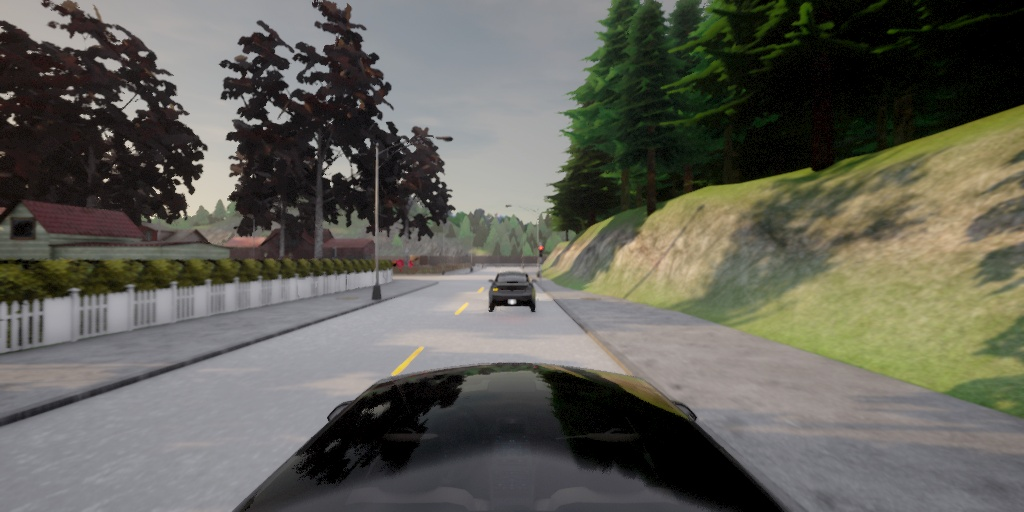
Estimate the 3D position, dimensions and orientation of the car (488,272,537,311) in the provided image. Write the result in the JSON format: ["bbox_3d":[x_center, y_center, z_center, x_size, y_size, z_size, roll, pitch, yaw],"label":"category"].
[{"bbox_3d":[0.022,1.407,15.340,1.837,1.490,4.892,0,0,0],"label":"car"}]
